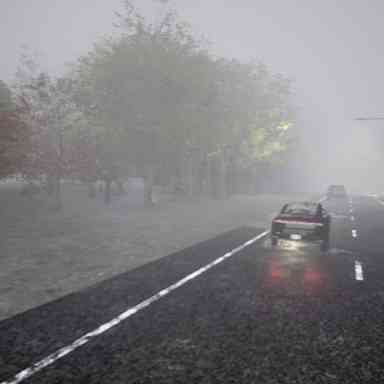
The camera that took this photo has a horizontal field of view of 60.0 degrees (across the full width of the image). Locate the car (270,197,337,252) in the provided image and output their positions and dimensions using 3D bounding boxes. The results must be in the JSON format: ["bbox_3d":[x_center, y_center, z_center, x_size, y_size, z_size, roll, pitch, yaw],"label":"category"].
[{"bbox_3d":[4.269,1.132,12.516,2.128,1.511,4.902,3,2,25],"label":"car"}]

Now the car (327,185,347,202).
[{"bbox_3d":[18.808,0.132,43.302,2.150,2.045,5.566,3,2,25],"label":"car"}]
